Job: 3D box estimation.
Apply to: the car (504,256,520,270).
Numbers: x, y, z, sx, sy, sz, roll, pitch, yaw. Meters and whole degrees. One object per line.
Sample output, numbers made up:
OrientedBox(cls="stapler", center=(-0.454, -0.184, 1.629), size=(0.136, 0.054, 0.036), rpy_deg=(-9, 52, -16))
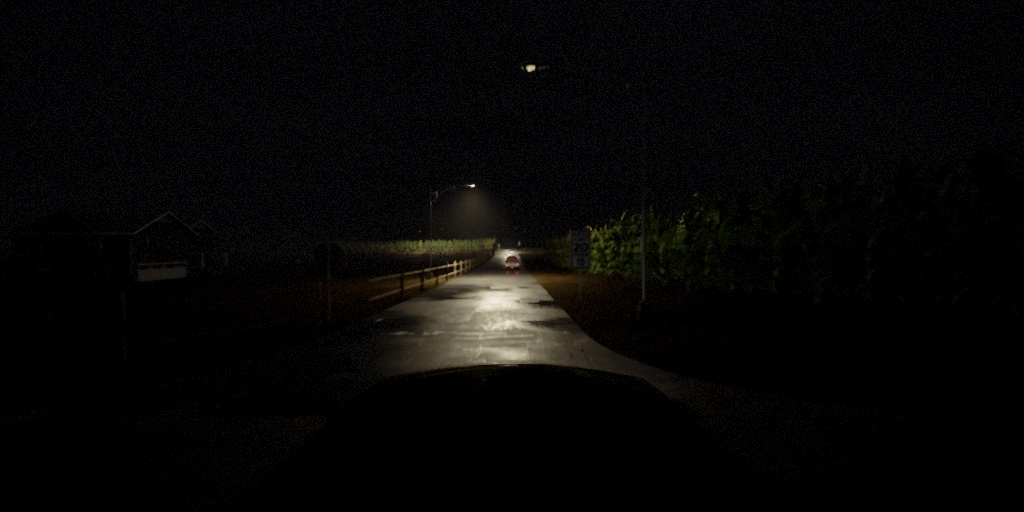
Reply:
OrientedBox(cls="car", center=(0.021, 1.048, 44.980), size=(1.895, 1.301, 4.718), rpy_deg=(0, 1, 0))
